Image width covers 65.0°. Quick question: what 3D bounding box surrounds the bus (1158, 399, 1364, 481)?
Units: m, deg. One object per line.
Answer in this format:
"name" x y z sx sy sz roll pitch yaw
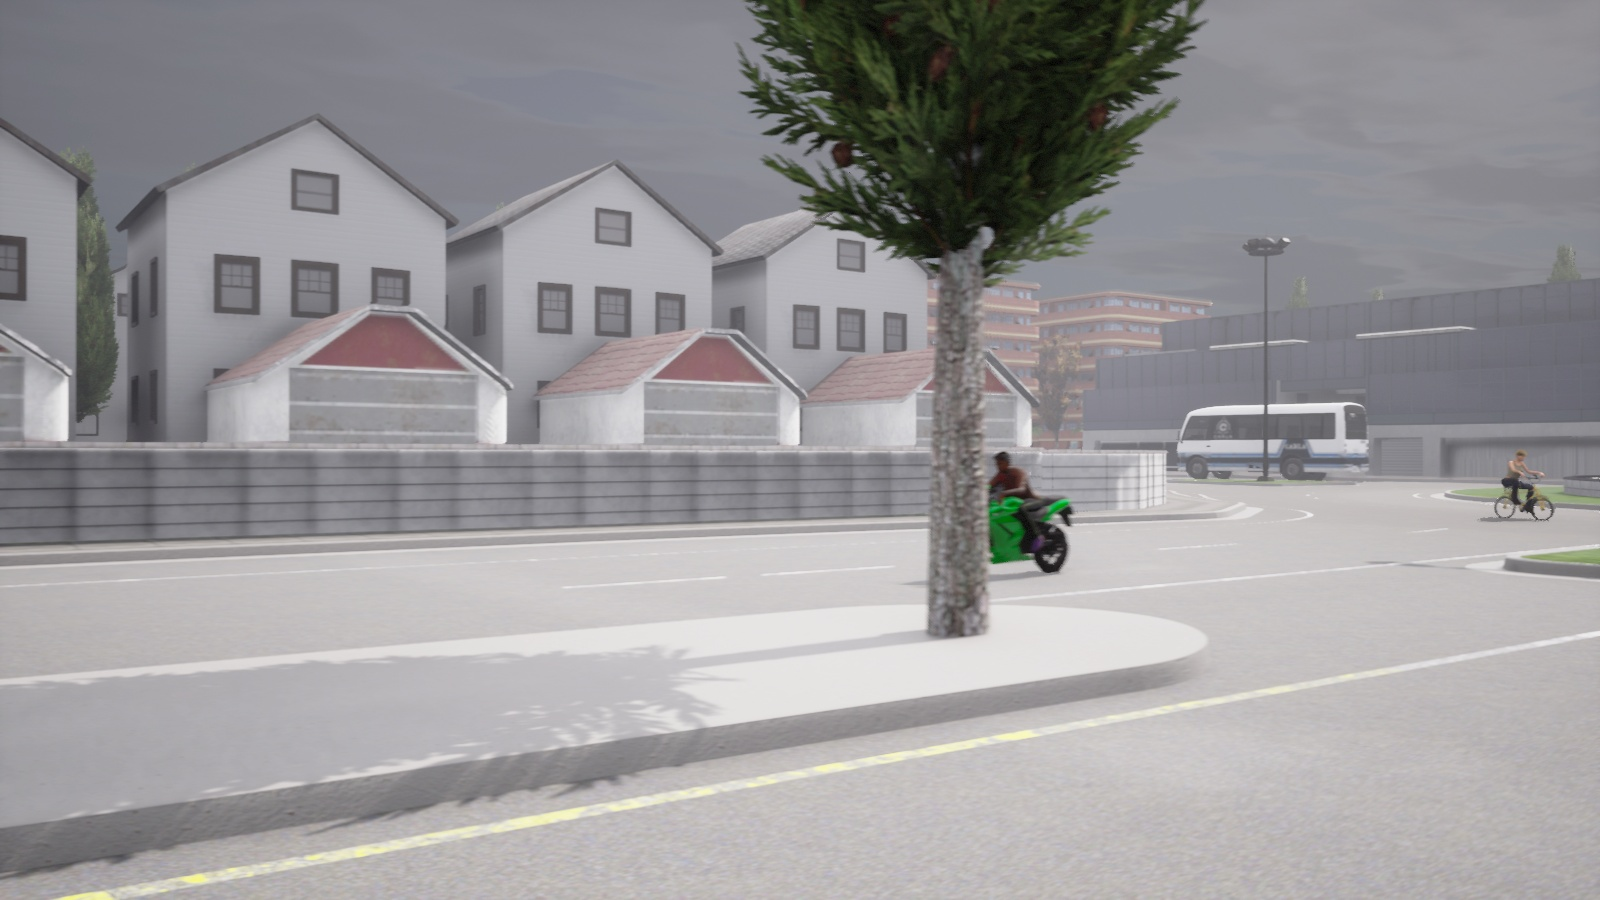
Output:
"bus" 25.799 -0.512 70.825 3.944 4.253 10.273 0 0 -43

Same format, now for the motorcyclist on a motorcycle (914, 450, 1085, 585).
"motorcyclist on a motorcycle" 2.412 0.759 15.090 2.044 1.523 0.797 0 0 -35

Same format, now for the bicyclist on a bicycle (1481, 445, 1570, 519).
"bicyclist on a bicycle" 16.377 0.716 28.374 0.866 1.612 1.509 1 -1 -21
